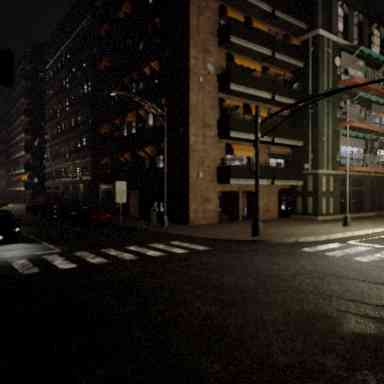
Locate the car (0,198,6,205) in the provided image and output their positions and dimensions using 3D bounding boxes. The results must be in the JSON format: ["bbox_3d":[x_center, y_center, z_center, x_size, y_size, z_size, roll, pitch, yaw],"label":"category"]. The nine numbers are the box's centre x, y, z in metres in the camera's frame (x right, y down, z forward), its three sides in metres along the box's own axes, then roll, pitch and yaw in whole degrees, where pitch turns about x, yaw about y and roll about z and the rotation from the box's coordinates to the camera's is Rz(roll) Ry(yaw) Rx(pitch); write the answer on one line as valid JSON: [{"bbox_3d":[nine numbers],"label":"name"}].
[{"bbox_3d":[-27.289,1.889,45.576,1.895,1.301,4.718,0,0,-36],"label":"car"}]

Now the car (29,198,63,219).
[{"bbox_3d":[-13.545,1.472,31.578,2.192,1.841,5.009,-1,0,-37],"label":"car"}]

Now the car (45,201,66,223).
[{"bbox_3d":[-10.225,1.688,27.105,1.947,1.339,4.313,-1,0,-37],"label":"car"}]

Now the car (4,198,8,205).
[{"bbox_3d":[-33.527,1.815,58.351,1.967,1.590,4.097,-1,0,-37],"label":"car"}]

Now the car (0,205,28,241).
[{"bbox_3d":[-9.908,1.628,16.813,2.033,1.411,5.357,0,0,-34],"label":"car"}]

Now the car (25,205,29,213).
[{"bbox_3d":[-16.857,1.744,36.051,2.008,1.369,4.403,-1,0,-37],"label":"car"}]

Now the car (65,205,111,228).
[{"bbox_3d":[-6.909,1.668,22.632,1.802,1.307,4.206,-1,0,-37],"label":"car"}]
